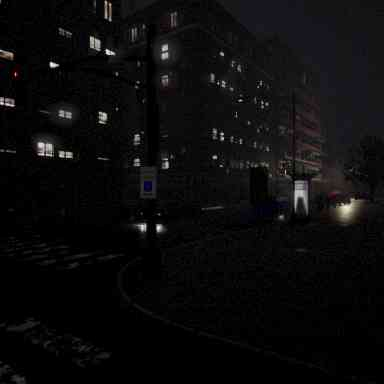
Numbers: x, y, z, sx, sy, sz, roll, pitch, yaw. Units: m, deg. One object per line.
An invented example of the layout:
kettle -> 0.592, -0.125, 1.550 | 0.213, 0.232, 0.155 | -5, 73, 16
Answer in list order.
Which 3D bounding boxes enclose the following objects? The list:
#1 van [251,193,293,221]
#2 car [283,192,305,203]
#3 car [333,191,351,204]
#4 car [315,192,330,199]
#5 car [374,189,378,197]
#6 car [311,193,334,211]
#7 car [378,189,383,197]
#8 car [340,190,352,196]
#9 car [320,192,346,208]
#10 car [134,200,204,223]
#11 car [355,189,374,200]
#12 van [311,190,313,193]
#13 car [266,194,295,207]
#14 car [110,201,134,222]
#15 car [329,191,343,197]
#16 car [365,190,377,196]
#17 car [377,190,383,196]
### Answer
van -> 5.695, 1.009, 23.708 | 1.690, 1.788, 3.998 | 1, 1, 36
car -> 15.757, 0.801, 51.361 | 1.752, 1.417, 4.829 | 1, 1, 36
car -> 18.834, 0.923, 42.111 | 1.947, 1.339, 4.313 | 1, 1, 36
car -> 25.699, 0.621, 65.284 | 1.802, 1.307, 4.206 | 1, 1, 36
car -> 31.973, 0.590, 60.509 | 1.887, 1.381, 4.507 | 1, 1, 36
car -> 12.264, 1.078, 32.912 | 1.947, 1.339, 4.313 | 1, 1, 36
car -> 41.827, 0.356, 74.307 | 1.887, 1.381, 4.507 | 1, 1, 36
car -> 38.824, 0.278, 83.663 | 2.008, 1.369, 4.403 | 1, 1, 36
car -> 15.549, 0.979, 37.511 | 1.887, 1.381, 4.507 | 1, 1, 36
car -> -1.222, 1.272, 23.364 | 2.033, 1.411, 5.357 | 0, 1, 36
car -> 28.688, 0.564, 55.907 | 1.967, 1.590, 4.097 | 1, 1, 36
van -> 19.137, 0.536, 56.090 | 1.690, 1.788, 3.998 | 1, 1, 36
car -> 10.769, 0.967, 40.112 | 1.812, 1.442, 4.674 | 0, 1, 36
car -> -3.832, 1.283, 23.931 | 1.887, 1.381, 4.507 | 1, 1, 36
car -> 32.262, 0.428, 74.473 | 1.887, 1.381, 4.507 | 1, 1, 36
car -> 44.217, 0.216, 82.085 | 1.994, 1.385, 4.181 | 0, 1, 36
car -> 45.111, 0.315, 78.907 | 1.802, 1.307, 4.206 | 1, 1, 36
